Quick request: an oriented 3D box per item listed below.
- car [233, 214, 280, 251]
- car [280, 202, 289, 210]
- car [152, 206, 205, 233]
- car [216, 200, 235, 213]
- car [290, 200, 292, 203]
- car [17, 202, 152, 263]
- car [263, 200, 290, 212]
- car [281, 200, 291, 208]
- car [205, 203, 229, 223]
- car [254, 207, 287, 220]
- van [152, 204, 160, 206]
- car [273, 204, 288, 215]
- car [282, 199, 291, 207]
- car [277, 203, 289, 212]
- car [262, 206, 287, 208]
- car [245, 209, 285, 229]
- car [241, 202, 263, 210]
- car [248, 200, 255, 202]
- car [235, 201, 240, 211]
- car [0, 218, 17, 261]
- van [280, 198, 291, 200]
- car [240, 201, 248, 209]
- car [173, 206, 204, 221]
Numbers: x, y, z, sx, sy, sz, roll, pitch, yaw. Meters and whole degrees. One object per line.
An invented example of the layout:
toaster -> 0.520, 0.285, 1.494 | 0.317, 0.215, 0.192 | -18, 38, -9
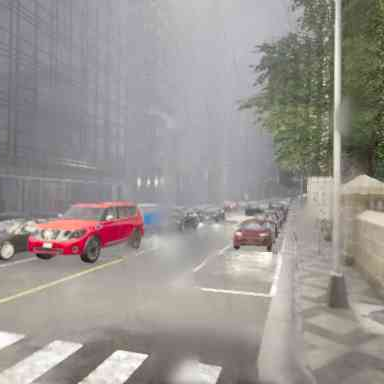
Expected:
car -> 3.015, 1.935, 15.798 | 1.802, 1.307, 4.206 | 0, -1, 17
car -> 19.151, 2.869, 68.631 | 1.802, 1.307, 4.206 | 1, -1, 17
car -> -0.943, 1.908, 22.886 | 2.128, 1.511, 4.902 | 1, -1, 17
car -> 4.545, 2.200, 49.985 | 2.192, 1.841, 5.009 | 0, -1, 17
car -> 17.588, 2.735, 63.511 | 1.752, 1.417, 4.829 | 1, -1, 17
car -> -3.854, 1.431, 13.354 | 2.150, 2.045, 5.566 | 1, -1, 17
car -> 9.473, 2.092, 36.936 | 2.192, 1.841, 5.009 | 0, -1, 17
car -> 22.382, 2.758, 79.200 | 2.192, 1.841, 5.009 | 1, -1, 17
car -> 2.039, 2.138, 32.609 | 1.812, 1.442, 4.674 | 1, -1, 17
car -> 6.241, 2.140, 26.366 | 1.947, 1.339, 4.313 | 0, -1, 17
van -> -3.525, 1.732, 23.567 | 1.690, 1.788, 3.998 | 0, -1, 17
car -> 12.698, 2.505, 47.500 | 1.887, 1.381, 4.507 | 1, -1, 17
car -> 23.995, 2.833, 84.483 | 2.192, 1.841, 5.009 | 1, -1, 17
car -> 15.925, 2.708, 58.066 | 1.802, 1.307, 4.206 | 1, -1, 17
car -> 7.856, 2.260, 31.649 | 1.802, 1.307, 4.206 | 0, -1, 17
car -> 4.629, 2.017, 21.081 | 2.008, 1.369, 4.403 | 0, -1, 17
car -> 7.541, 2.270, 39.911 | 1.882, 1.535, 5.008 | 1, -1, 18
car -> 12.608, 2.842, 76.395 | 2.008, 1.369, 4.403 | 1, -1, 17
car -> 6.157, 2.409, 55.264 | 1.967, 1.590, 4.097 | 1, -1, 17
car -> -6.755, 1.710, 12.997 | 2.008, 1.369, 4.403 | 0, -1, 17
van -> 20.768, 2.707, 73.917 | 1.690, 1.788, 3.998 | 1, -1, 17
car -> 9.383, 2.571, 65.830 | 1.967, 1.590, 4.097 | 1, -1, 17
car -> -0.300, 2.147, 34.131 | 1.887, 1.381, 4.507 | 0, -1, 17
